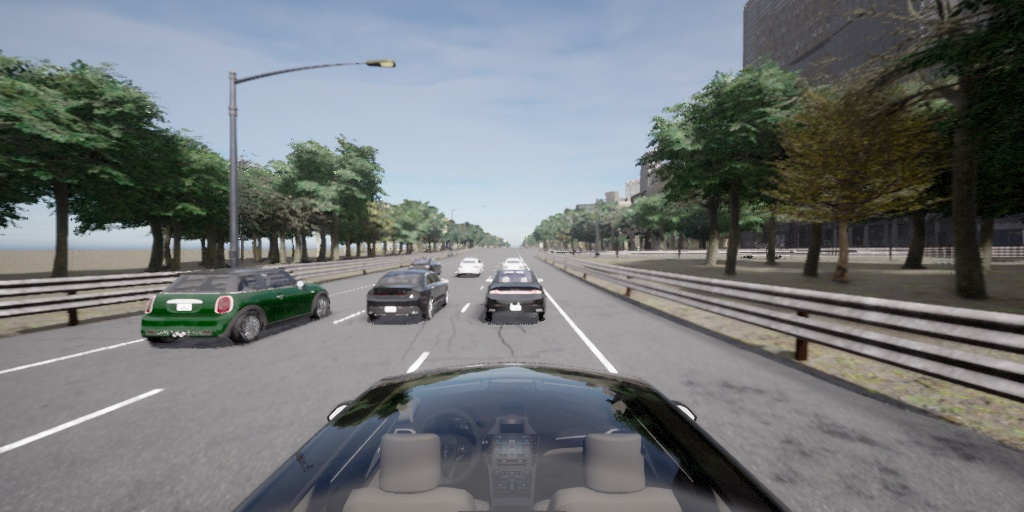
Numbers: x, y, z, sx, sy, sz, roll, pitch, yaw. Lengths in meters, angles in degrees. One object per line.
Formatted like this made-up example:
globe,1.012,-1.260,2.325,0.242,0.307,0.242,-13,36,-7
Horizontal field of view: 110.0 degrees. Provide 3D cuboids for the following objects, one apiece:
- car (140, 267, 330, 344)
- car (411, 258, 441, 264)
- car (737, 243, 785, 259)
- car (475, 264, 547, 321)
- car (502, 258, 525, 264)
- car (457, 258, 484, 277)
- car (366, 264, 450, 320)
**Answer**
car,-6.898,1.087,9.673,2.097,1.767,4.553,0,0,0
car,-6.896,0.901,28.863,2.128,1.511,4.902,0,2,0
car,33.144,-0.635,47.665,2.150,2.045,5.566,-1,1,-41
car,0.102,1.206,12.376,2.128,1.511,4.902,0,1,0
car,0.119,0.904,29.966,1.812,1.442,4.674,0,2,0
car,-3.397,0.904,29.945,1.812,1.442,4.674,0,2,0
car,-3.398,1.219,12.441,1.837,1.490,4.892,0,1,0
